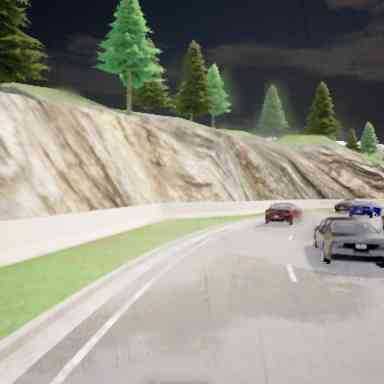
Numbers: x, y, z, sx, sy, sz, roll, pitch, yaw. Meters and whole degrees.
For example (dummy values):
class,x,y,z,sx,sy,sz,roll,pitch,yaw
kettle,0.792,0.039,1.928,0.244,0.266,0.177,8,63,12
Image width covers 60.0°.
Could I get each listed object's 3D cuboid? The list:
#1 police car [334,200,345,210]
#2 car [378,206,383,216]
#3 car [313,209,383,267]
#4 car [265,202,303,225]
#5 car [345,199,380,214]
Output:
class,x,y,z,sx,sy,sz,roll,pitch,yaw
police car,18.372,1.603,38.280,4.974,1.542,2.038,0,0,-41
car,11.831,1.672,18.661,1.895,1.301,4.718,0,0,26
car,5.416,1.576,11.736,2.033,1.411,5.357,0,0,16
car,6.812,1.501,24.377,1.882,1.535,5.008,0,0,29
car,16.381,1.569,31.242,1.882,1.535,5.008,0,0,42
